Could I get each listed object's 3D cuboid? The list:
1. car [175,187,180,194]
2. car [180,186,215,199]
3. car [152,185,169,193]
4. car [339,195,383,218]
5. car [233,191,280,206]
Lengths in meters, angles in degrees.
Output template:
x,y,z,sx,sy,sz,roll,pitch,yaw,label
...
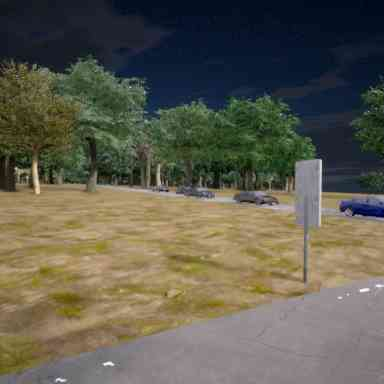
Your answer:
x,y,z,sx,sy,sz,roll,pitch,yaw,label
-1.072,-0.236,52.733,1.994,1.385,4.181,2,2,-28,car
0.885,0.093,42.595,2.033,1.411,5.357,2,1,-29,car
-5.834,-0.665,61.321,1.994,1.385,4.181,2,2,-29,car
12.252,1.038,21.892,1.882,1.535,5.008,2,2,-29,car
6.220,0.575,32.811,2.033,1.411,5.357,2,2,-29,car
